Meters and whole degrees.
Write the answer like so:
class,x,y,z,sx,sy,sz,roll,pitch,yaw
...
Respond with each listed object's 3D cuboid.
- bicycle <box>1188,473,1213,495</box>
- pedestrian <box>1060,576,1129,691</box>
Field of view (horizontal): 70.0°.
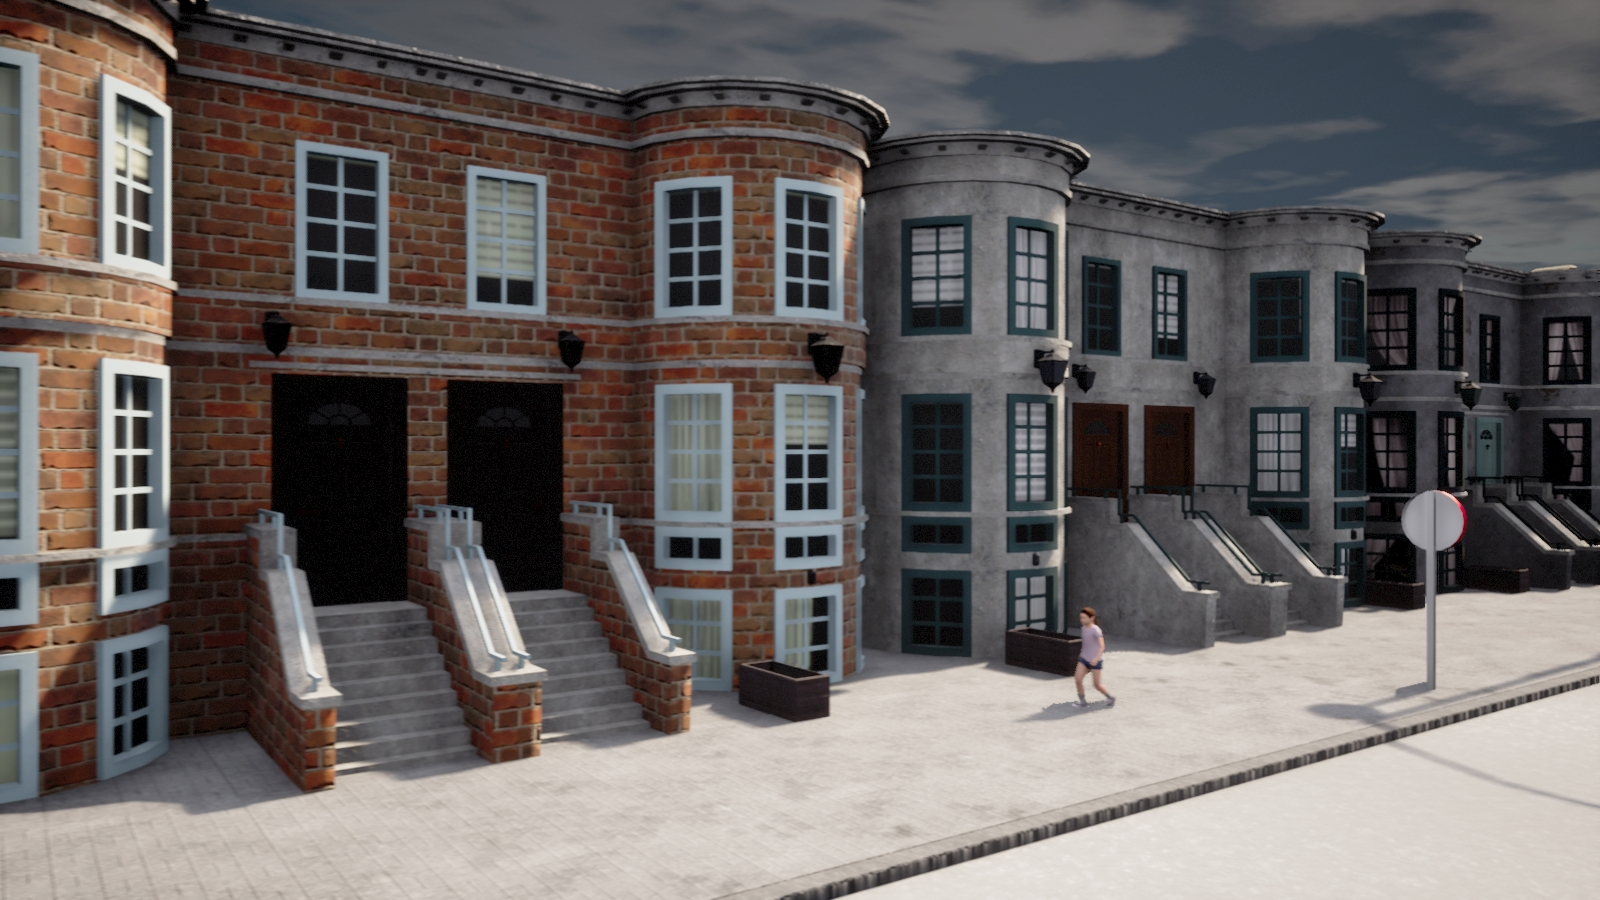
class,x,y,z,sx,sy,sz,roll,pitch,yaw
bicycle,23.605,1.982,67.336,1.835,1.271,0.329,0,0,-34
pedestrian,3.098,1.912,12.026,0.500,1.100,0.500,0,0,-28
